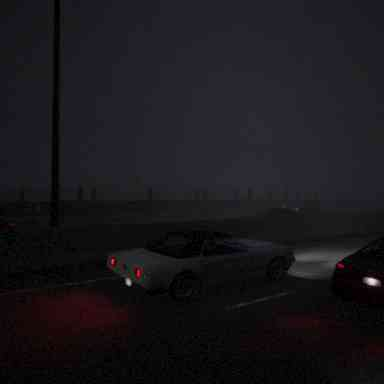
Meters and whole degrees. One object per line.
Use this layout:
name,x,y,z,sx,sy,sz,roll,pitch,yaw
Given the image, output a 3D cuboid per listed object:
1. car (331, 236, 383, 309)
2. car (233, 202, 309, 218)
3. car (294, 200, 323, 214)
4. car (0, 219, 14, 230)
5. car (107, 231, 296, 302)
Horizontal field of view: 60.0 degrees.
car,4.927,1.630,7.257,4.181,1.385,1.994,1,0,-35
car,4.611,1.603,20.171,5.008,1.535,1.882,1,0,-35
car,11.010,1.581,33.315,4.553,1.767,2.097,1,0,-35
car,-9.888,1.565,14.135,4.181,1.385,1.994,1,0,-35
car,0.450,1.643,8.364,4.718,1.301,1.895,1,0,-35
